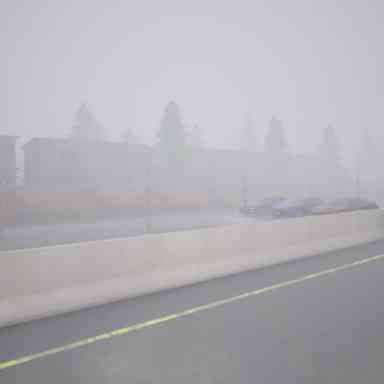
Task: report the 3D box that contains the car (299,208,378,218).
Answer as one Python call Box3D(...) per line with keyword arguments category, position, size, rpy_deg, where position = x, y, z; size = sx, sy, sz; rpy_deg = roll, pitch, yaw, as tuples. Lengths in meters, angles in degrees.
Box3D(category="car", position=(8.587, 1.019, 18.845), size=(5.008, 1.535, 1.882), rpy_deg=(-2, 1, -36))
